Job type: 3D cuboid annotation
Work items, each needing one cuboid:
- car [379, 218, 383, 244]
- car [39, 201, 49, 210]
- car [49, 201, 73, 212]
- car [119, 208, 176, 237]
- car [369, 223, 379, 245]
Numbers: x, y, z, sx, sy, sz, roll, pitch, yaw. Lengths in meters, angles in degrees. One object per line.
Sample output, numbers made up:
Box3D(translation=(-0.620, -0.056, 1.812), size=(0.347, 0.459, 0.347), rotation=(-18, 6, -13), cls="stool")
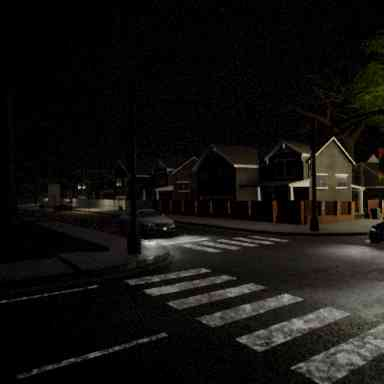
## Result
Box3D(translation=(7.190, 1.347, 8.749), size=(4.553, 1.767, 2.097), rotation=(0, 0, -35), cls="car")
Box3D(translation=(-24.231, 2.185, 55.540), size=(1.994, 1.385, 4.181), rotation=(-1, 0, -35), cls="car")
Box3D(translation=(-18.257, 1.984, 47.009), size=(2.128, 1.511, 4.902), rotation=(-1, 0, -34), cls="car")
Box3D(translation=(-2.798, 1.717, 19.744), size=(1.812, 1.442, 4.674), rotation=(-1, 0, -35), cls="car")
Box3D(translation=(9.552, 1.519, 14.392), size=(4.674, 1.442, 1.812), rotation=(0, 0, -35), cls="car")
